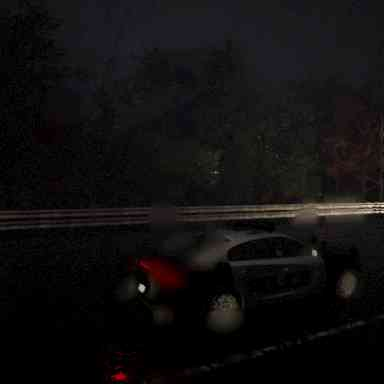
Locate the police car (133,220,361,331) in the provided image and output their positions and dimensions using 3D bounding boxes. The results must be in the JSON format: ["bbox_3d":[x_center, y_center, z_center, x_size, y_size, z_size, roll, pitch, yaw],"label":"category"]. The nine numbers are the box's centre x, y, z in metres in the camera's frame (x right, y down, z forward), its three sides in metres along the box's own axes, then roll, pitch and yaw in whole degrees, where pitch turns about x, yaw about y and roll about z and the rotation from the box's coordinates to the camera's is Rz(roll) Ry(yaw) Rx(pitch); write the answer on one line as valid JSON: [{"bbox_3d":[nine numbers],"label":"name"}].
[{"bbox_3d":[1.411,1.433,6.893,5.238,1.638,1.930,0,0,-28],"label":"police car"}]
